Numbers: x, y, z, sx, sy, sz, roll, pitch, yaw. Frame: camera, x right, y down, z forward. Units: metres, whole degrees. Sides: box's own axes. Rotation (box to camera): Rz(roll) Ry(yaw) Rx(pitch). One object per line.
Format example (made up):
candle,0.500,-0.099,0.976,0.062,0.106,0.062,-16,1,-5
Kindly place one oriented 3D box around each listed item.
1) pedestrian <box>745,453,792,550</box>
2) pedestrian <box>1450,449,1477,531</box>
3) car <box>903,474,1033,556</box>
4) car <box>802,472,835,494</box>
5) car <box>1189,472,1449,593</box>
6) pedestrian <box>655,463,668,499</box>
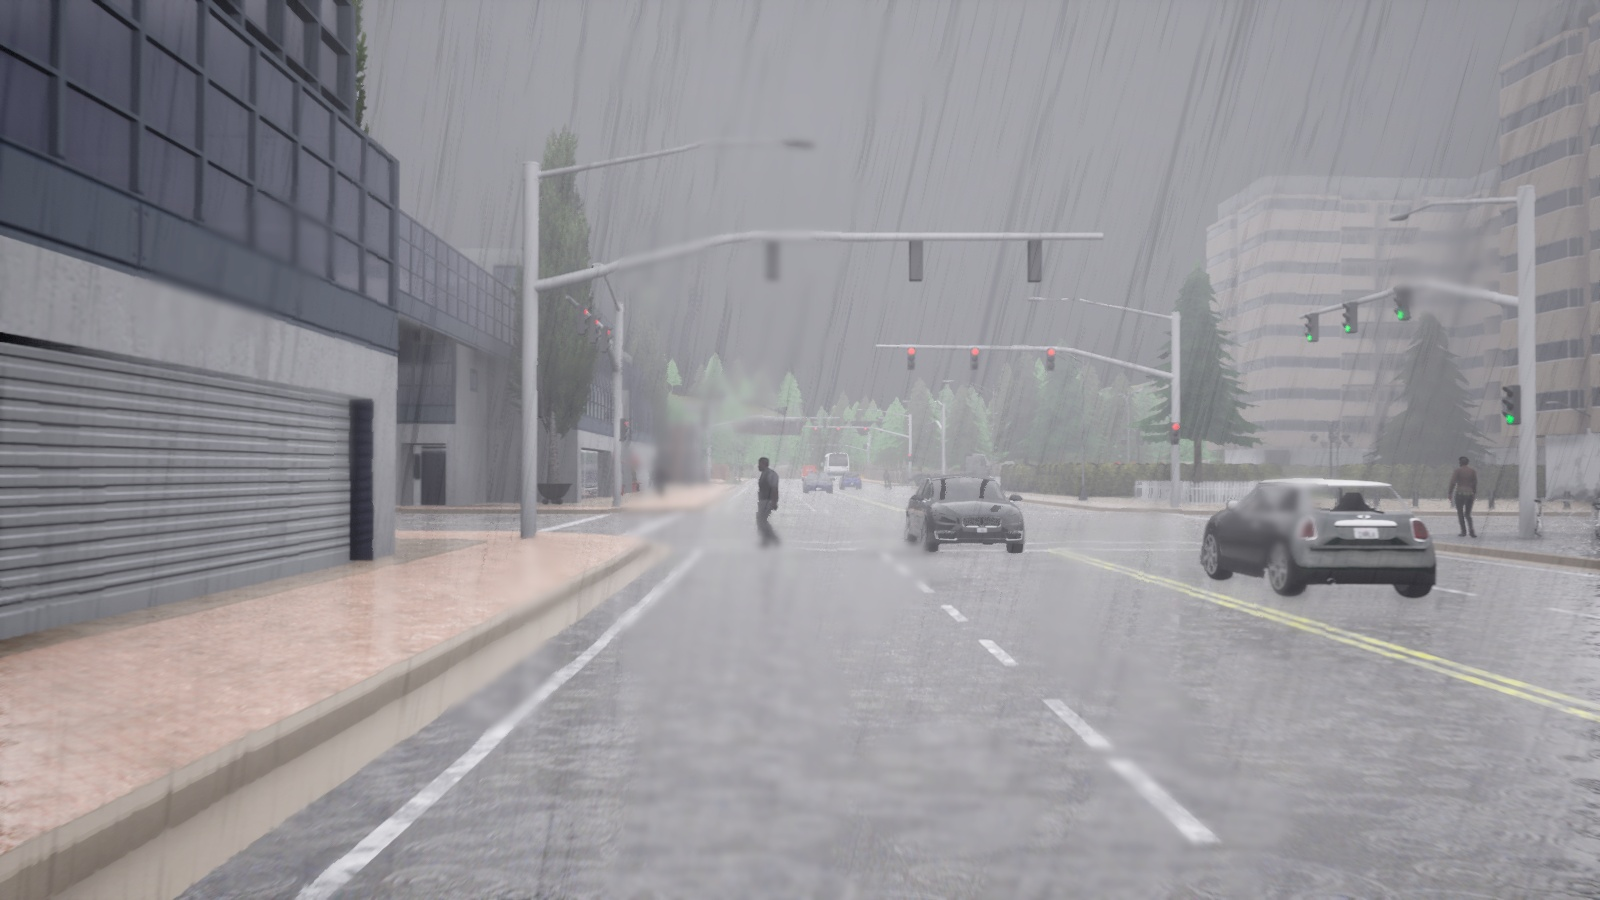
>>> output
pedestrian,-0.633,1.011,24.808,0.849,1.883,0.563,0,-1,-9
pedestrian,14.795,0.883,28.009,0.328,1.805,0.869,0,-1,14
car,3.284,1.233,25.455,1.837,1.490,4.892,0,-1,-2
car,1.268,2.285,88.142,2.163,1.488,4.792,0,-1,-2
car,6.933,1.041,17.243,1.970,1.475,3.806,0,-1,0
pedestrian,-7.056,1.575,64.140,0.634,1.844,0.899,0,-1,-4
